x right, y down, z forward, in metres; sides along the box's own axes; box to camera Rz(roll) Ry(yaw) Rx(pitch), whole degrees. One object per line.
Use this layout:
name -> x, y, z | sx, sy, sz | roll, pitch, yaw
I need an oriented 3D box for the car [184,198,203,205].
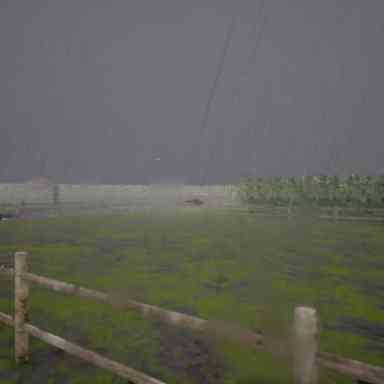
car -> 0.295, 1.806, 59.816 | 1.994, 1.385, 4.181 | 2, 1, 35
